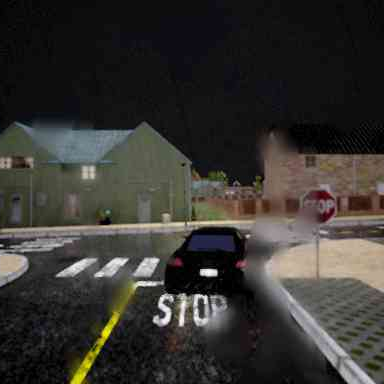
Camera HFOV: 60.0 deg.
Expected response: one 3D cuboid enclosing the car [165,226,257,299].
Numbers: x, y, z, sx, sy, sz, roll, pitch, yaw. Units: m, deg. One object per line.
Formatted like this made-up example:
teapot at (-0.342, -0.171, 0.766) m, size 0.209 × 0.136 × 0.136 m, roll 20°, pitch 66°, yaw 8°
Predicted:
car at (0.612, 1.574, 8.594) m, size 1.994 × 1.385 × 4.181 m, roll 0°, pitch 0°, yaw 8°
